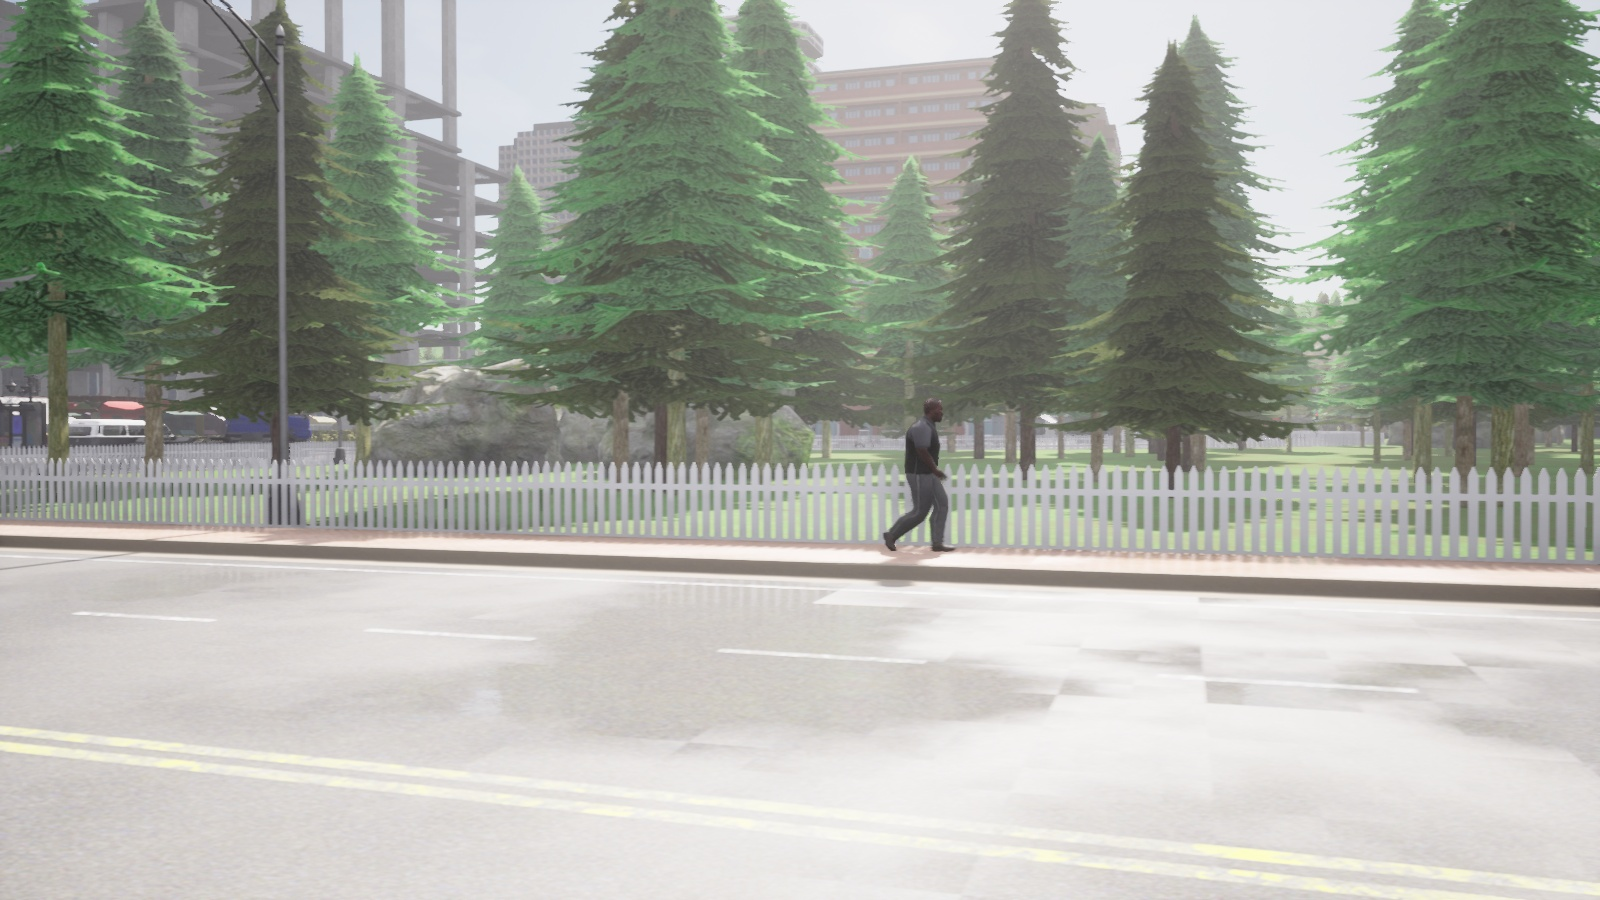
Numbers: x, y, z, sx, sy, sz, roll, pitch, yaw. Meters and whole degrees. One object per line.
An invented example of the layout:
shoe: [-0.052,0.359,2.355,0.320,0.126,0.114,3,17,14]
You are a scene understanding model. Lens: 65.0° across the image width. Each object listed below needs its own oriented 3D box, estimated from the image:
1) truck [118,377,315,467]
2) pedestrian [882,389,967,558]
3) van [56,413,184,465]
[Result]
truck: [-24.035,-1.149,52.302,2.891,3.462,7.936,1,1,17]
pedestrian: [1.428,0.254,14.349,0.849,1.883,0.563,1,1,19]
van: [-27.897,-0.454,51.681,2.069,2.038,4.480,1,1,17]
